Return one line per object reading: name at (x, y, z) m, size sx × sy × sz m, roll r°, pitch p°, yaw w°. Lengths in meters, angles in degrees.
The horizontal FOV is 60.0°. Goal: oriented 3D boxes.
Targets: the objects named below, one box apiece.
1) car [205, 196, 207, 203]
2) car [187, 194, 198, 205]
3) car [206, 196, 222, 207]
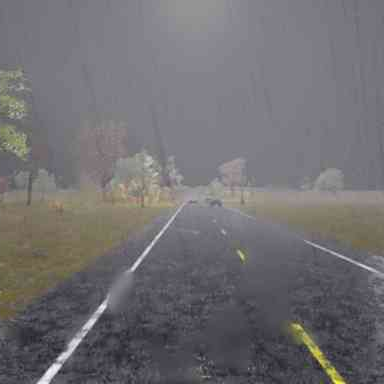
car at (3.712, 1.574, 70.836) m, size 1.837 × 1.490 × 4.892 m, roll 0°, pitch 0°, yaw 0°
car at (0.178, 1.602, 62.690) m, size 2.033 × 1.411 × 5.357 m, roll 0°, pitch 0°, yaw 0°
car at (3.762, 1.569, 54.330) m, size 1.837 × 1.490 × 4.892 m, roll 0°, pitch 0°, yaw 0°
